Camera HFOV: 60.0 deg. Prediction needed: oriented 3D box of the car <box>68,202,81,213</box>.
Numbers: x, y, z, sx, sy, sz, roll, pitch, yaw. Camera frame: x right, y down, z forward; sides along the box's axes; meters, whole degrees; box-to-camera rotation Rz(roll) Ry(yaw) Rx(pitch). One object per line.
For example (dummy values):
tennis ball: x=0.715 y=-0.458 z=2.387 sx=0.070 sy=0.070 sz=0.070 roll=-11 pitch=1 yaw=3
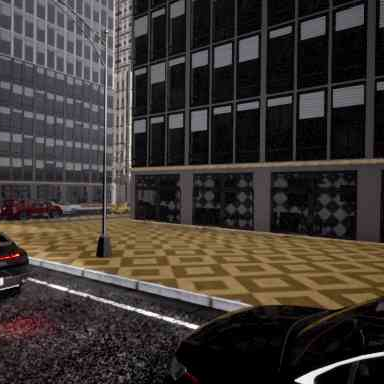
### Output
car: x=-15.209 y=1.765 z=37.950 sx=1.895 sy=1.301 sz=4.718 roll=1 pitch=0 yaw=37

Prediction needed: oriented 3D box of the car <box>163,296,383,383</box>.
car: x=1.986 y=1.505 z=2.258 sx=4.892 sy=1.490 sz=1.837 roll=0 pitch=0 yaw=36

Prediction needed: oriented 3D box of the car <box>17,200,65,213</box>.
car: x=-17.629 y=1.643 z=39.051 sx=1.752 sy=1.417 sz=4.829 roll=1 pitch=0 yaw=37

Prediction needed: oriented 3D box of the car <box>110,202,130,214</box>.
car: x=-7.335 y=1.830 z=38.851 sx=1.752 sy=1.417 sz=4.829 roll=1 pitch=0 yaw=37

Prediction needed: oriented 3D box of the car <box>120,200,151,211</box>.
car: x=-8.056 y=1.833 z=47.561 sx=1.994 sy=1.385 sz=4.181 roll=1 pitch=0 yaw=37

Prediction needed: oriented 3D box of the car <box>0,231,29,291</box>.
car: x=-5.731 y=1.500 z=7.801 sx=4.892 sy=1.490 sz=1.837 roll=0 pitch=0 yaw=36

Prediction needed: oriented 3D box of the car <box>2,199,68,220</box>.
car: x=-14.164 y=1.519 z=29.664 sx=2.192 sy=1.841 sz=5.009 roll=1 pitch=0 yaw=37
